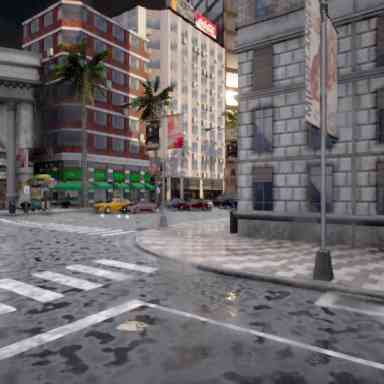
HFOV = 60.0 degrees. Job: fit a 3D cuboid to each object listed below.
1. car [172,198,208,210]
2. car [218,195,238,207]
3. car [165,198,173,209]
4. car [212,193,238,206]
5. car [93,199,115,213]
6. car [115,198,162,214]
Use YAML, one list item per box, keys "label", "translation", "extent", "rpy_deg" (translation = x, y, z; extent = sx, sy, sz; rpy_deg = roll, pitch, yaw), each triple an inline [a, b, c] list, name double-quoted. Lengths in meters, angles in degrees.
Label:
- label: "car"
  translation: [0.061, 1.600, 42.653]
  extent: [1.895, 1.301, 4.718]
  rpy_deg: [0, 0, 37]
- label: "car"
  translation: [6.514, 1.600, 50.501]
  extent: [1.895, 1.301, 4.718]
  rpy_deg: [0, 0, 45]
- label: "car"
  translation: [-2.477, 1.546, 45.158]
  extent: [2.033, 1.411, 5.357]
  rpy_deg: [0, 0, 37]
- label: "car"
  translation: [5.753, 1.221, 54.624]
  extent: [5.566, 2.045, 2.150]
  rpy_deg: [0, 0, -43]
- label: "car"
  translation: [-8.609, 1.477, 36.790]
  extent: [1.882, 1.535, 5.008]
  rpy_deg: [0, 0, 36]
- label: "car"
  translation: [-5.585, 1.563, 34.991]
  extent: [1.994, 1.385, 4.181]
  rpy_deg: [0, 0, 36]
